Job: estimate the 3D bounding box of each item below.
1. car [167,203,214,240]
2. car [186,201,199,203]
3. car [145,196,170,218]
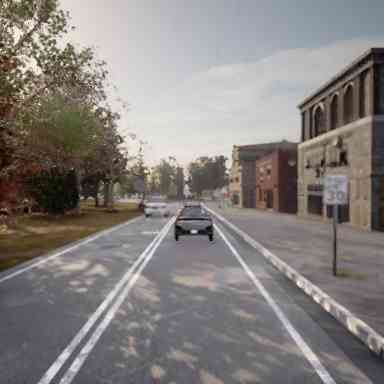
[{"bbox_3d":[0.086,1.551,17.172,2.128,1.511,4.902,0,0,0],"label":"car"},{"bbox_3d":[0.040,1.744,35.408,1.882,1.535,5.008,0,-1,0],"label":"car"},{"bbox_3d":[-3.399,1.465,33.591,2.150,2.045,5.566,0,-1,0],"label":"car"}]
